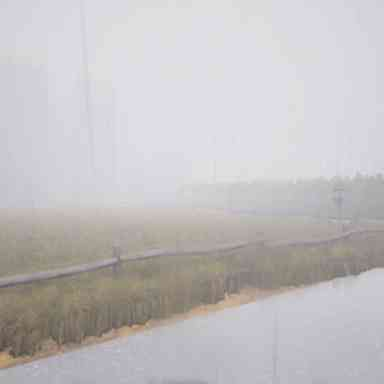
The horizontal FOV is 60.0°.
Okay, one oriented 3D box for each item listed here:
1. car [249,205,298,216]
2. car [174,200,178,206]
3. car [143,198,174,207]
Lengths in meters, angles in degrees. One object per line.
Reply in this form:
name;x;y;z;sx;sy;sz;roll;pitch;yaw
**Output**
car;6.905;1.821;28.435;1.895;1.301;4.718;1;-1;-36
car;-1.188;1.873;59.418;4.674;1.442;1.812;1;-1;-37
car;-4.901;1.611;45.008;2.097;1.767;4.553;1;0;-35
